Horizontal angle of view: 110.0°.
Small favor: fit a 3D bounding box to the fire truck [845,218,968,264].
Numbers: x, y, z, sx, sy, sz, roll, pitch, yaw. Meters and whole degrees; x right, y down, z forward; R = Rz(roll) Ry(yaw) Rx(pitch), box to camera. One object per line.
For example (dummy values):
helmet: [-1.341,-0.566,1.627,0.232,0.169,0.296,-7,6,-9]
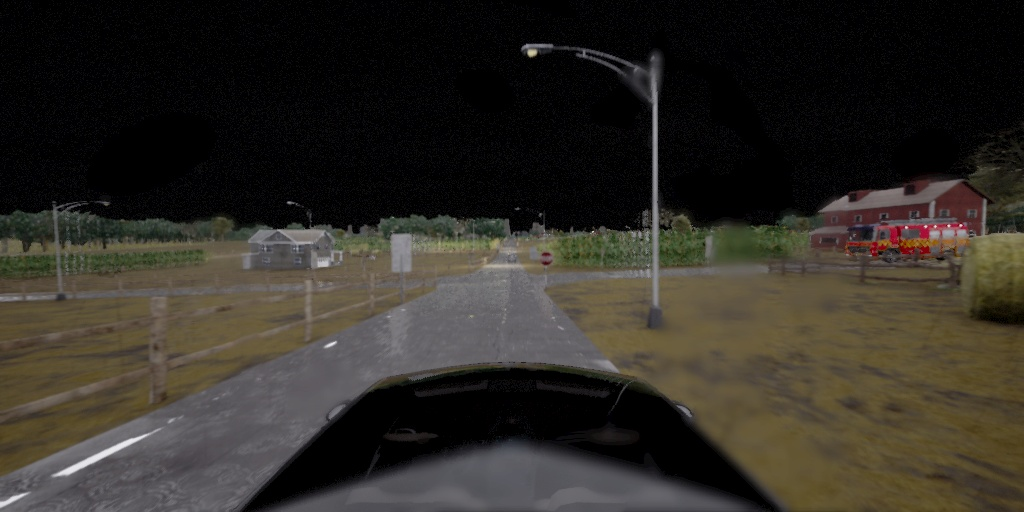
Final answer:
fire truck: [35.926,-1.358,32.857,8.468,3.827,2.891,-2,2,0]
